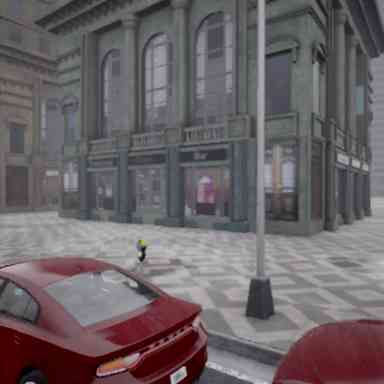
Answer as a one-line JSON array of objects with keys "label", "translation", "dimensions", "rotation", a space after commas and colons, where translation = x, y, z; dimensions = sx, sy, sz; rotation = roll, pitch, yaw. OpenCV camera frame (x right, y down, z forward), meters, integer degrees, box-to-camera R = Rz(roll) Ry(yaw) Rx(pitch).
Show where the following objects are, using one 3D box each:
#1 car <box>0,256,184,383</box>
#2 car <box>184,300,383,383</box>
[{"label": "car", "translation": [-1.940, 1.541, 4.345], "dimensions": [4.507, 1.381, 1.887], "rotation": [0, 0, 36]}, {"label": "car", "translation": [2.648, 1.317, 1.071], "dimensions": [5.009, 1.841, 2.192], "rotation": [0, 0, 36]}]
